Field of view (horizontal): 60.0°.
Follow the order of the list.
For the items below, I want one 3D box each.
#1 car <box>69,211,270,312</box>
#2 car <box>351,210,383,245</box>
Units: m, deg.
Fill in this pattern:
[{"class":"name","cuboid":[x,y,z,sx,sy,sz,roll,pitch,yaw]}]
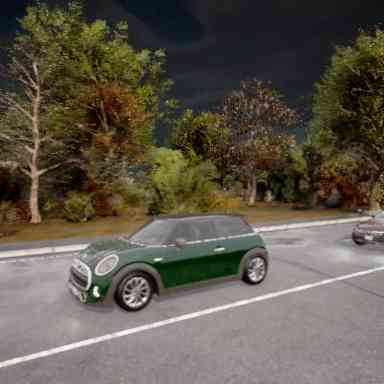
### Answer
[{"class":"car","cuboid":[-0.398,1.302,7.706,4.553,1.767,2.097,-1,1,-33]},{"class":"car","cuboid":[8.216,1.275,12.866,4.674,1.442,1.812,-2,1,-30]}]
